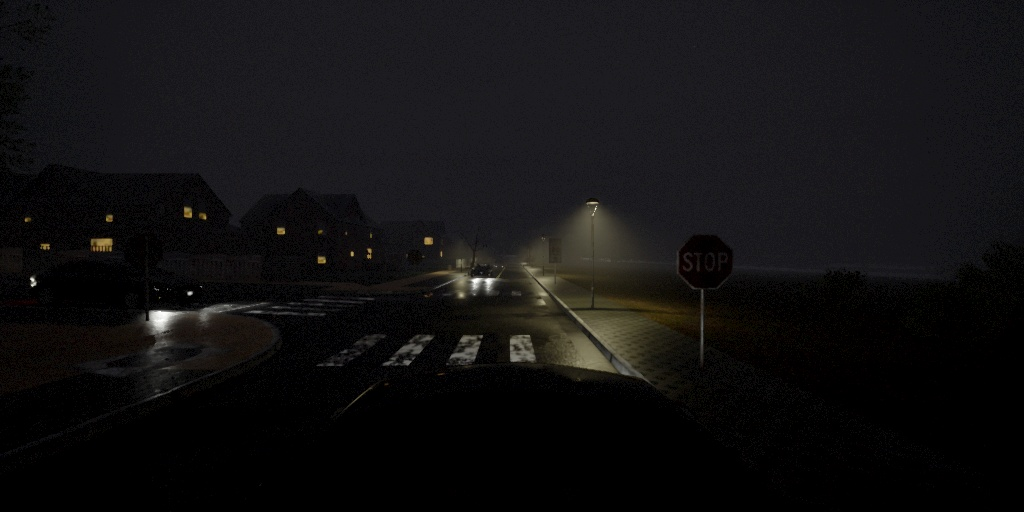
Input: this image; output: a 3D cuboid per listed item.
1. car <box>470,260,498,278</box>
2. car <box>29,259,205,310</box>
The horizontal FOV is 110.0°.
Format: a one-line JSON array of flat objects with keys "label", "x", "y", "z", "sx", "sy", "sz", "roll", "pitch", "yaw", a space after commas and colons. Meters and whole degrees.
[{"label": "car", "x": -2.682, "y": 1.316, "z": 33.399, "sx": 1.994, "sy": 1.385, "sz": 4.181, "roll": 0, "pitch": 0, "yaw": 0}, {"label": "car", "x": -13.136, "y": 0.900, "z": 12.068, "sx": 4.892, "sy": 1.490, "sz": 1.837, "roll": 2, "pitch": 0, "yaw": 3}]
